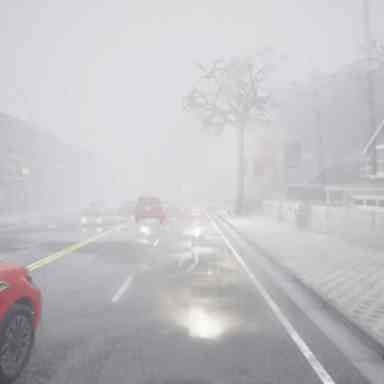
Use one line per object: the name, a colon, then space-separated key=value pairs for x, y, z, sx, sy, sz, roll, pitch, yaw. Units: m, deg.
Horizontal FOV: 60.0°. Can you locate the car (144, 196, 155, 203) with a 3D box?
car: x=-9.777 y=1.708 z=76.642 sx=1.895 sy=1.301 sz=4.718 roll=0 pitch=0 yaw=0

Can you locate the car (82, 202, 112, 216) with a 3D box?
car: x=-9.858 y=1.735 z=34.738 sx=1.895 sy=1.301 sz=4.718 roll=0 pitch=0 yaw=0

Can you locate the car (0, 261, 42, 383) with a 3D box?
car: x=-3.150 y=1.231 z=2.249 sx=2.150 sy=2.045 sz=5.566 roll=0 pitch=0 yaw=0

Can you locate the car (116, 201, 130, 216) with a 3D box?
car: x=-6.606 y=1.661 z=35.074 sx=1.812 sy=1.442 sz=4.674 roll=0 pitch=0 yaw=0

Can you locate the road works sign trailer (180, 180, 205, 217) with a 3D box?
road works sign trailer: x=-0.011 y=0.589 z=32.492 sx=2.380 sy=3.560 sz=2.880 roll=0 pitch=0 yaw=0

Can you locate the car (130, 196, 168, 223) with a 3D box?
car: x=-3.171 y=1.323 z=26.481 sx=2.150 sy=2.045 sz=5.566 roll=0 pitch=0 yaw=0

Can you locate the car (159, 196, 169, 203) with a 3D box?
car: x=-6.527 y=1.591 z=76.674 sx=1.882 sy=1.535 sz=5.008 roll=0 pitch=0 yaw=0
